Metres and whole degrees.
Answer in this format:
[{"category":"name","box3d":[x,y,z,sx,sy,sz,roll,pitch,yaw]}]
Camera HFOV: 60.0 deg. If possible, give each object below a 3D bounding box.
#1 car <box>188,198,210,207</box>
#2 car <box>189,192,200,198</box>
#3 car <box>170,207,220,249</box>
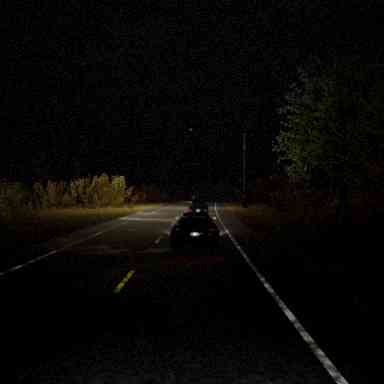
[{"category":"car","box3d":[0.611,1.539,29.529,2.033,1.411,5.357,0,0,2]},{"category":"car","box3d":[0.585,1.051,76.951,2.150,2.045,5.566,0,0,6]},{"category":"car","box3d":[0.152,1.563,14.567,1.994,1.385,4.181,0,0,1]}]
